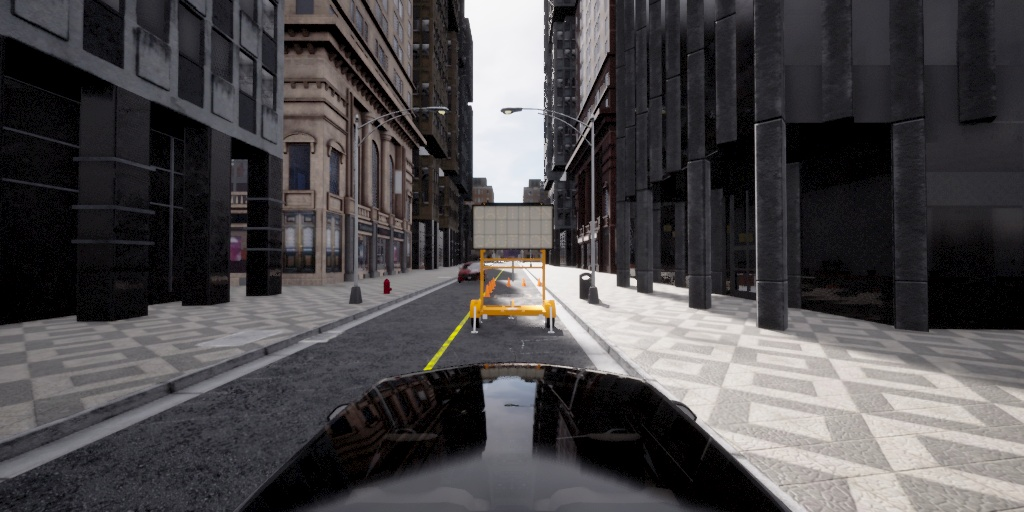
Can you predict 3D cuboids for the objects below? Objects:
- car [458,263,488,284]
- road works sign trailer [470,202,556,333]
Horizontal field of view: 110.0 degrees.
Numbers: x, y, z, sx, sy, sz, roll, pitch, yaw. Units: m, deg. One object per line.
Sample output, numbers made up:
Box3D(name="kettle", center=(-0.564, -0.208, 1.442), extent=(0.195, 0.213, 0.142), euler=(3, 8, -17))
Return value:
Box3D(name="car", center=(-2.924, 1.241, 27.319), extent=(1.882, 1.535, 5.008), euler=(0, 0, 0))
Box3D(name="road works sign trailer", center=(0.027, 0.217, 10.706), extent=(2.380, 3.560, 2.880), euler=(0, 0, 0))
